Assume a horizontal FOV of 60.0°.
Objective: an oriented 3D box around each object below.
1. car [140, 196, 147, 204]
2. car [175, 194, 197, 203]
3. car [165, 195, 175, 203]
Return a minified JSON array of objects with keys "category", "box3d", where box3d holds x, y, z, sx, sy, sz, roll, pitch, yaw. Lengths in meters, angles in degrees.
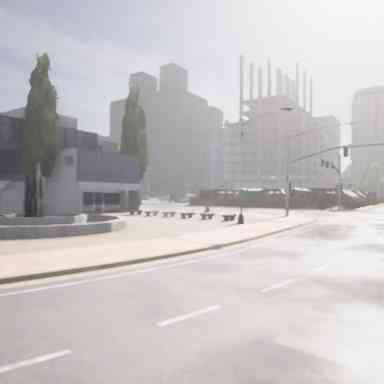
[{"category":"car","box3d":[-11.297,1.749,60.819,4.902,1.511,2.128,0,0,37]},{"category":"car","box3d":[-1.425,1.823,76.363,1.970,1.475,3.806,0,0,35]},{"category":"car","box3d":[-3.797,1.574,78.021,1.905,1.878,3.866,0,0,35]}]
